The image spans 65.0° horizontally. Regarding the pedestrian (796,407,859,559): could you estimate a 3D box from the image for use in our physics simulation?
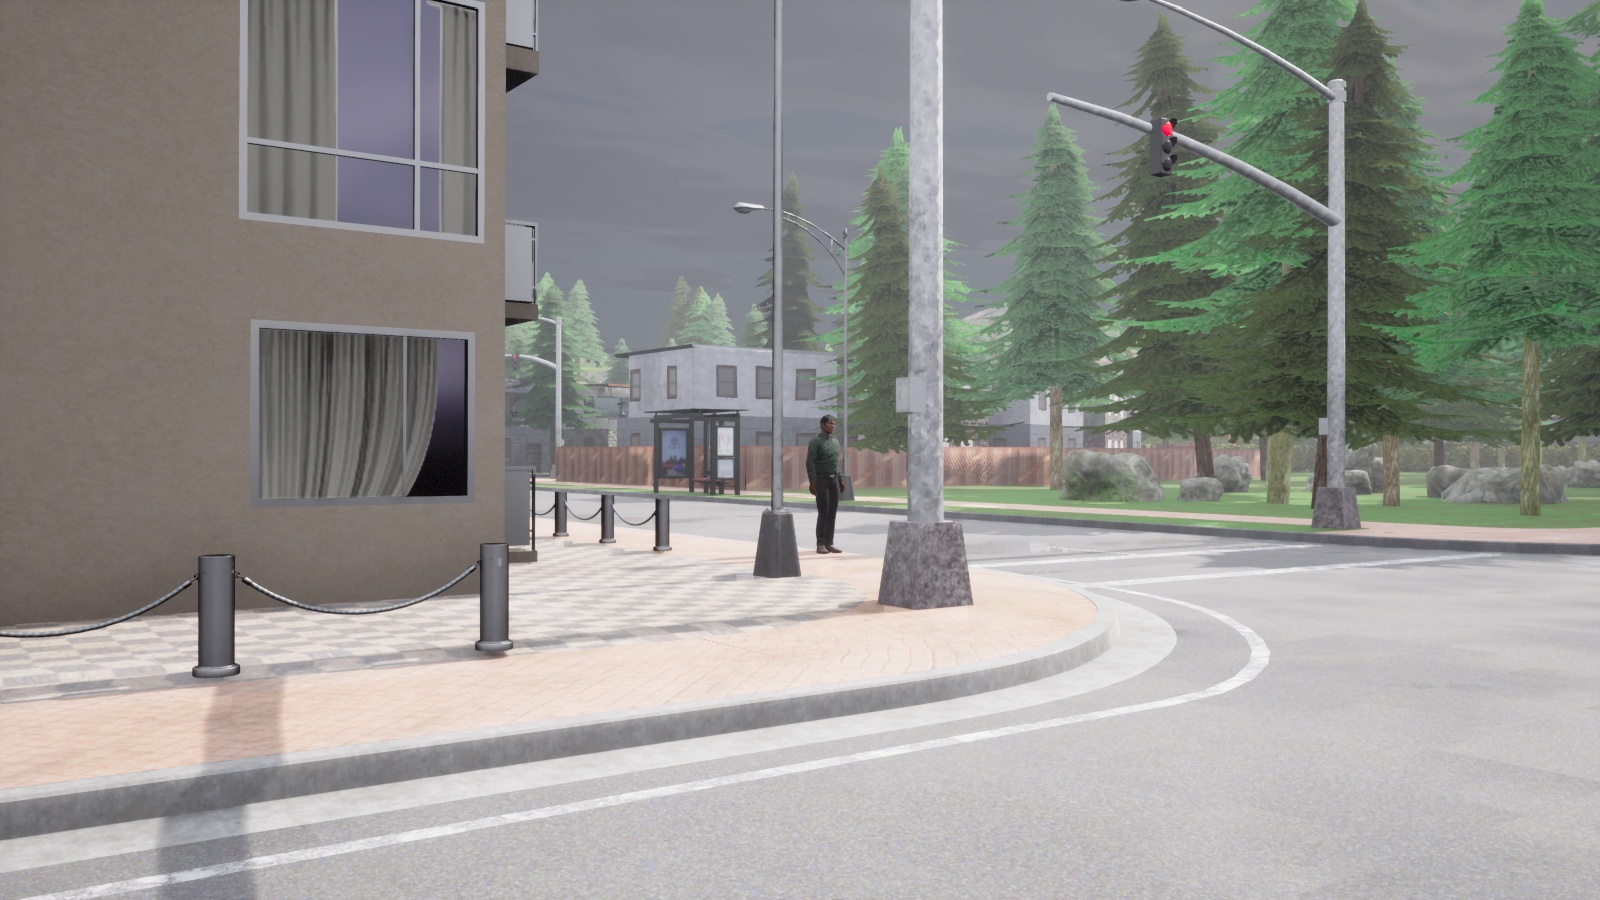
[{"bbox_3d":[0.359,0.430,16.557,0.423,1.949,0.788,0,0,-37],"label":"pedestrian"}]
